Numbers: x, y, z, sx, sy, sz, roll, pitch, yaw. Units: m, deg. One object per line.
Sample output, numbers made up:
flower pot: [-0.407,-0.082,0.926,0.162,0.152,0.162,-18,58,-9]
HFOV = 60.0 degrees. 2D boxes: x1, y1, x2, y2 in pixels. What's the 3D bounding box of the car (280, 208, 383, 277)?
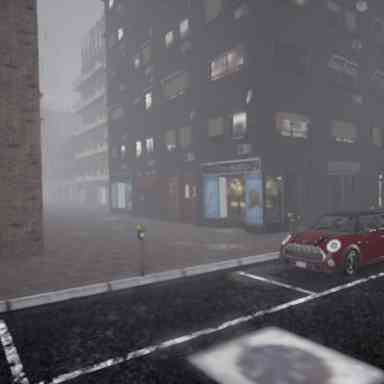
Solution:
car: [4.431,1.315,9.735,4.097,1.590,1.967,-1,0,-35]
